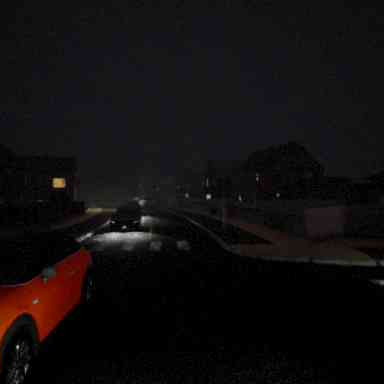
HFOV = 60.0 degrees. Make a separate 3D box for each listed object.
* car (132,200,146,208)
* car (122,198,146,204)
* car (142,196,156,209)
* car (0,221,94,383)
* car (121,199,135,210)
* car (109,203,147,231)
[{"bbox_3d":[-9.950,2.135,62.018,1.994,1.385,4.181,0,-1,-18],"label":"car"},{"bbox_3d":[-6.839,1.811,38.474,2.128,1.511,4.902,0,-1,-12],"label":"car"},{"bbox_3d":[-6.989,1.668,51.953,2.150,2.045,5.566,0,-1,-16],"label":"car"},{"bbox_3d":[-3.026,1.427,5.106,2.097,1.767,4.553,0,-1,-2],"label":"car"},{"bbox_3d":[-10.254,1.965,53.331,1.882,1.535,5.008,0,-1,-15],"label":"car"},{"bbox_3d":[-4.287,1.704,22.236,2.033,1.411,5.357,0,0,-7],"label":"car"}]
